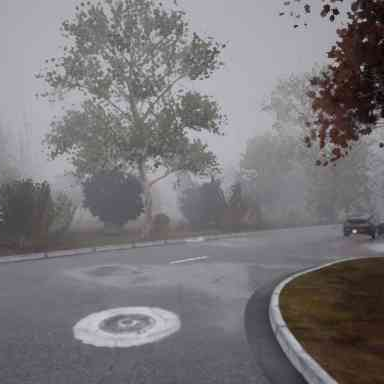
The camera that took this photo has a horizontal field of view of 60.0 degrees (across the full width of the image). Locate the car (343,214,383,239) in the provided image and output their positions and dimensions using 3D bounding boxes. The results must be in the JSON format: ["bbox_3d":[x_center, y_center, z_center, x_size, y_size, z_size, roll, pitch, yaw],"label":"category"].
[{"bbox_3d":[11.498,2.205,21.842,1.837,1.490,4.892,-2,-3,44],"label":"car"}]
